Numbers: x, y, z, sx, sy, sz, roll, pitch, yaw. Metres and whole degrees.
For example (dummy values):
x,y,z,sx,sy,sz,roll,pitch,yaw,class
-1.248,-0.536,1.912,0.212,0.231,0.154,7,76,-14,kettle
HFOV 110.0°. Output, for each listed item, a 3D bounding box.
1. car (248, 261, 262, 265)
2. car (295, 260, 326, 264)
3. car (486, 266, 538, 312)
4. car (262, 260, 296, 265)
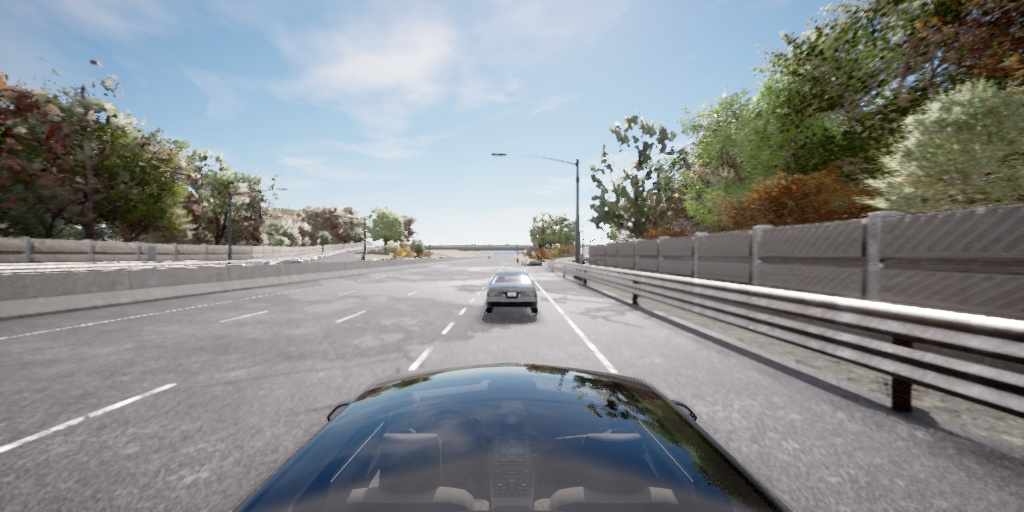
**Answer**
x,y,z,sx,sy,sz,roll,pitch,yaw,class
-28.029,1.221,39.990,1.812,1.442,4.674,0,0,0,car
-21.040,1.261,39.008,1.994,1.385,4.181,0,0,0,car
-0.002,1.273,14.052,2.033,1.411,5.357,0,0,0,car
-24.535,1.203,39.410,1.837,1.490,4.892,0,0,0,car
